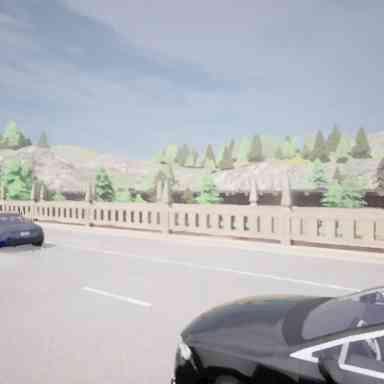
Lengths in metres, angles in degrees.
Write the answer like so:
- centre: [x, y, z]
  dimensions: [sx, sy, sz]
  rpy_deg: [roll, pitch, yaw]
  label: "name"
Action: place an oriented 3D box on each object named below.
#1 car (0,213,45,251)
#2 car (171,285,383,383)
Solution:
- centre: [-8.122, 1.597, 14.091]
  dimensions: [4.181, 1.385, 1.994]
  rpy_deg: [0, 0, 36]
  label: "car"
- centre: [2.045, 1.491, 2.533]
  dimensions: [4.902, 1.511, 2.128]
  rpy_deg: [0, 0, 36]
  label: "car"
